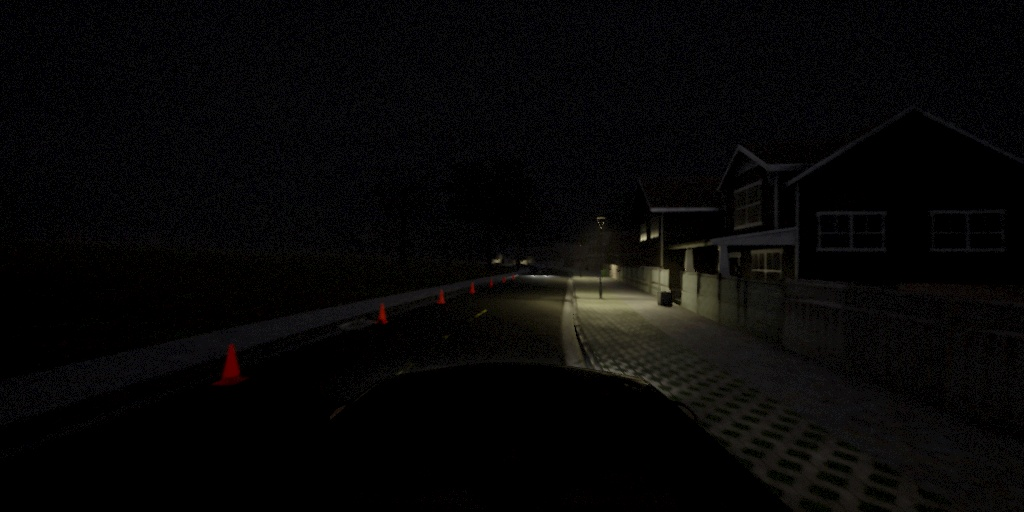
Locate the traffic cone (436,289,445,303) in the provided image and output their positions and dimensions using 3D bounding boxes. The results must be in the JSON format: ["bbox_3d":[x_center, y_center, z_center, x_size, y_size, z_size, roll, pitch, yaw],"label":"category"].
[{"bbox_3d":[-3.111,1.755,15.783,0.340,0.580,0.340,0,0,9],"label":"traffic cone"}]

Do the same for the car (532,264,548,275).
[{"bbox_3d":[3.658,1.769,47.475,1.812,1.442,4.674,1,-1,2],"label":"car"}]

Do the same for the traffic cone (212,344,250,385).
[{"bbox_3d":[-4.400,1.672,5.617,0.340,0.580,0.340,0,0,4],"label":"traffic cone"}]

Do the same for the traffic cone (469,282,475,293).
[{"bbox_3d":[-2.298,1.816,20.716,0.340,0.580,0.340,0,0,9],"label":"traffic cone"}]

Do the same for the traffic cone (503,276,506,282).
[{"bbox_3d":[-0.673,1.953,30.582,0.340,0.580,0.340,0,0,9],"label":"traffic cone"}]

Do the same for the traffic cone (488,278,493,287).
[{"bbox_3d":[-1.485,1.885,25.649,0.340,0.580,0.340,0,0,9],"label":"traffic cone"}]

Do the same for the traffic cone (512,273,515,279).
[{"bbox_3d":[0.140,2.022,35.515,0.340,0.580,0.340,0,0,9],"label":"traffic cone"}]

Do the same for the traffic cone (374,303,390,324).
[{"bbox_3d":[-3.900,1.703,10.766,0.340,0.580,0.340,0,0,8],"label":"traffic cone"}]
